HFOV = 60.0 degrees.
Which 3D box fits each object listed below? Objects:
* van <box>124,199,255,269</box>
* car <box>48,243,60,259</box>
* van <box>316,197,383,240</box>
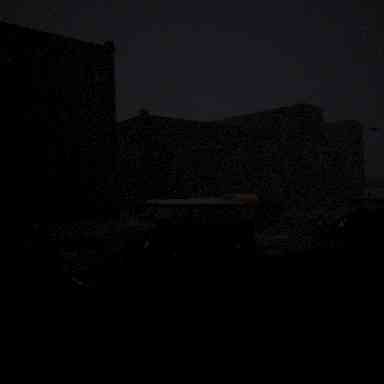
[{"bbox_3d":[0.003,1.222,10.747,4.442,1.987,1.878,2,-1,-38],"label":"van"},{"bbox_3d":[-5.288,1.453,6.949,4.792,1.488,2.163,2,-1,-37],"label":"car"},{"bbox_3d":[8.000,1.256,16.671,4.442,1.987,1.878,2,-1,-38],"label":"van"}]
